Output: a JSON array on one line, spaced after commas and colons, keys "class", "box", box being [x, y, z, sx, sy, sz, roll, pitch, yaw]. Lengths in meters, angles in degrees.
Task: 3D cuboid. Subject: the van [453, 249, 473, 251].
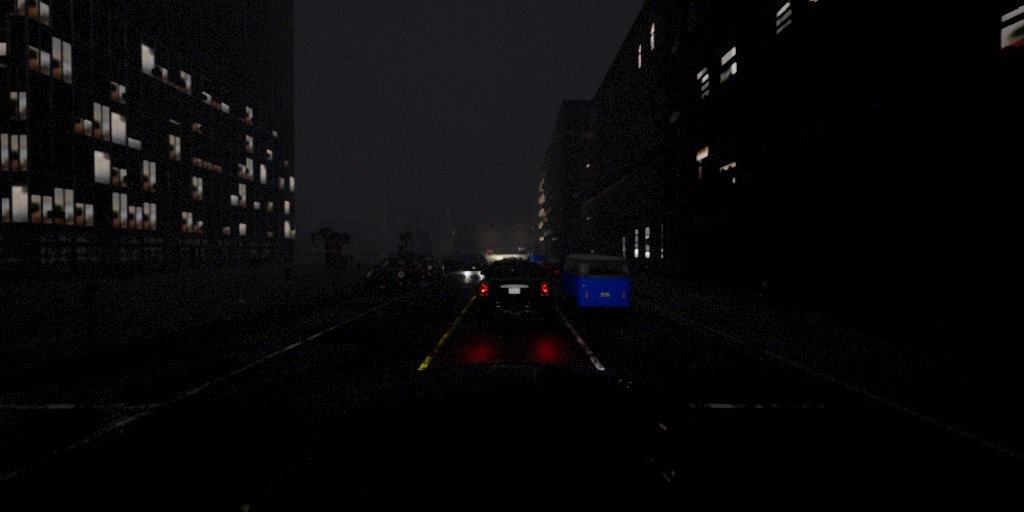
[{"class": "van", "box": [-5.744, 0.108, 40.350, 1.690, 1.789, 3.998, 0, 0, 0]}]

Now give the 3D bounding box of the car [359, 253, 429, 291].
[{"class": "car", "box": [-5.698, 0.786, 17.774, 1.967, 1.591, 4.097, 0, 0, 0]}]

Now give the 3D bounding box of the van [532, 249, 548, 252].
[{"class": "van", "box": [2.617, 0.253, 34.758, 1.690, 1.789, 3.998, 0, 0, 0]}]

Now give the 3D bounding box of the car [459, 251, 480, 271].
[{"class": "car", "box": [-3.170, 0.520, 32.407, 2.033, 1.411, 5.357, 0, 1, 0]}]

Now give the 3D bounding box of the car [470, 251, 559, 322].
[{"class": "car", "box": [0.065, 0.862, 11.310, 2.097, 1.767, 4.553, 0, 1, 0]}]

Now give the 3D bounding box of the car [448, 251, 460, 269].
[{"class": "car", "box": [-5.731, 0.458, 34.706, 1.888, 1.381, 4.507, 0, 0, 0]}]

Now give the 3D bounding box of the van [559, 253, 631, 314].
[{"class": "van", "box": [2.669, 0.829, 12.179, 1.690, 1.789, 3.998, 0, 0, 0]}]

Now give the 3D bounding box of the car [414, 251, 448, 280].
[{"class": "car", "box": [-5.705, 0.643, 23.418, 1.967, 1.591, 4.097, 0, 0, 0]}]
